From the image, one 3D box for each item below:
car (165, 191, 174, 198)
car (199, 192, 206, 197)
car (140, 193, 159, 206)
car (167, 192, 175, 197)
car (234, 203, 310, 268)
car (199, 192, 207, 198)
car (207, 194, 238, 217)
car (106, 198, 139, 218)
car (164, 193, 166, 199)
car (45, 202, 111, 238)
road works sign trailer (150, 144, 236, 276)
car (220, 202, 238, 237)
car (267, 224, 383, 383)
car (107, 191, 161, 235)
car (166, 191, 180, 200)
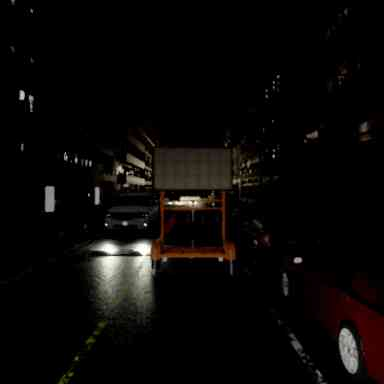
[{"bbox_3d":[-5.567,0.647,84.163,1.967,1.590,4.097,0,1,0],"label":"car"},{"bbox_3d":[2.822,0.697,89.784,1.887,1.381,4.507,0,1,0],"label":"car"},{"bbox_3d":[-5.624,1.023,44.711,1.967,1.590,4.097,0,1,0],"label":"car"},{"bbox_3d":[-5.559,0.697,89.801,1.887,1.381,4.507,0,1,0],"label":"car"},{"bbox_3d":[2.708,1.340,10.878,1.967,1.590,4.097,0,1,0],"label":"car"},{"bbox_3d":[2.806,0.785,78.682,1.752,1.417,4.829,0,1,0],"label":"car"},{"bbox_3d":[2.733,1.058,27.785,2.192,1.841,5.009,0,1,0],"label":"car"},{"bbox_3d":[-5.649,1.269,27.632,1.752,1.417,4.829,0,1,0],"label":"car"},{"bbox_3d":[-5.615,0.845,50.346,2.192,1.841,5.009,0,1,0],"label":"car"},{"bbox_3d":[-5.665,1.413,16.529,1.947,1.339,4.313,0,1,0],"label":"car"},{"bbox_3d":[0.030,0.372,10.022,2.380,3.560,2.880,0,1,0],"label":"road works sign trailer"},{"bbox_3d":[2.716,1.399,16.514,2.008,1.369,4.403,0,1,0],"label":"car"},{"bbox_3d":[2.699,1.496,5.242,1.887,1.381,4.507,0,1,0],"label":"car"},{"bbox_3d":[-3.074,1.055,18.005,2.150,2.045,5.566,0,1,0],"label":"car"},{"bbox_3d":[-2.985,1.013,57.119,2.033,1.411,5.357,0,1,1],"label":"car"}]
